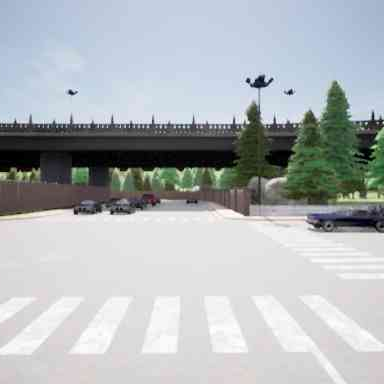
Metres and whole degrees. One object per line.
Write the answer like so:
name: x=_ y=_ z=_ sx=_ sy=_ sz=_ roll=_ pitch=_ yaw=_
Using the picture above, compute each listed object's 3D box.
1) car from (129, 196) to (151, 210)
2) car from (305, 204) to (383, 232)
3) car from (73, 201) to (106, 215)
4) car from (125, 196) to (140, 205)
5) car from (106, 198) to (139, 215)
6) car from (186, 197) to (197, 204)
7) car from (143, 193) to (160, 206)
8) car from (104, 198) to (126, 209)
car: x=-6.986 y=1.556 z=43.384 sx=2.033 sy=1.411 sz=5.357 roll=0 pitch=0 yaw=0
car: x=9.046 y=1.549 z=19.107 sx=4.718 sy=1.301 sz=1.895 roll=0 pitch=0 yaw=1
car: x=-10.582 y=1.571 z=34.096 sx=1.994 sy=1.385 sz=4.181 roll=0 pitch=0 yaw=0
car: x=-10.526 y=1.538 z=59.412 sx=1.812 sy=1.442 sz=4.674 roll=0 pitch=0 yaw=1
car: x=-7.046 y=1.571 z=34.155 sx=1.994 sy=1.385 sz=4.181 roll=0 pitch=0 yaw=0
car: x=-0.117 y=1.577 z=64.191 sx=1.994 sy=1.385 sz=4.181 roll=0 pitch=0 yaw=-4
car: x=-6.982 y=1.232 z=53.479 sx=2.150 sy=2.045 sz=5.566 roll=0 pitch=0 yaw=0
car: x=-10.542 y=1.535 z=45.834 sx=1.812 sy=1.442 sz=4.674 roll=0 pitch=0 yaw=1
